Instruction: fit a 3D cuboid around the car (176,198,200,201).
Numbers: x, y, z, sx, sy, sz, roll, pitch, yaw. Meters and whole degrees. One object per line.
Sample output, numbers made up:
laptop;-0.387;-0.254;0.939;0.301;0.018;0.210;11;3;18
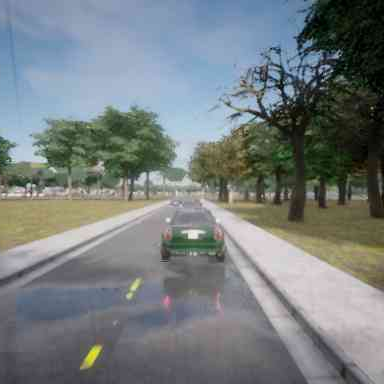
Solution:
car;0.050;1.435;27.491;2.097;1.767;4.553;0;0;1

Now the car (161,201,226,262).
car;0.049;1.390;12.497;2.097;1.767;4.553;0;0;0

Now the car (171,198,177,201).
car;-2.792;1.703;58.241;1.812;1.442;4.674;0;0;0
